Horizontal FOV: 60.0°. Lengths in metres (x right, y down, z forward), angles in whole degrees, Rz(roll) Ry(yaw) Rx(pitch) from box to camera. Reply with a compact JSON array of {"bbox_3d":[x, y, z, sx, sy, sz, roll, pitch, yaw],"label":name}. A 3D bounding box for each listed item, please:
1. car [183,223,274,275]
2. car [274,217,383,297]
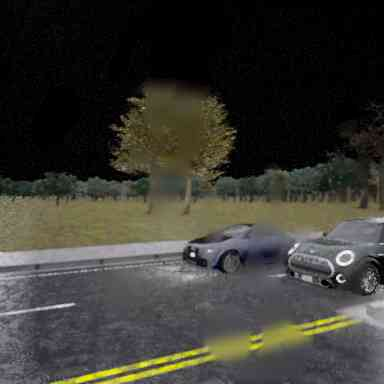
[{"bbox_3d":[1.809,1.765,11.189,4.181,1.385,1.994,0,-1,-27],"label":"car"},{"bbox_3d":[4.776,1.506,9.049,4.553,1.767,2.097,0,-1,-27],"label":"car"}]
